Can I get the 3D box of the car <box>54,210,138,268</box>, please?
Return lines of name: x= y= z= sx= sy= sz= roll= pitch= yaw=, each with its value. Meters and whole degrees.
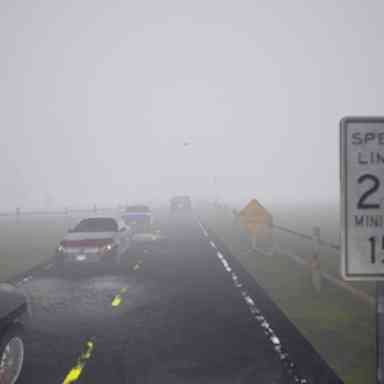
car: x=-3.213 y=1.592 z=11.677 sx=1.812 sy=1.442 sz=4.674 roll=0 pitch=0 yaw=-2

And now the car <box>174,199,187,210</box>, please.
car: x=-1.589 y=1.720 z=47.945 sx=1.812 sy=1.442 sz=4.674 roll=0 pitch=0 yaw=-1

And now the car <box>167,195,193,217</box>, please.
car: x=-1.062 y=1.348 z=32.844 sx=2.150 sy=2.045 sz=5.566 roll=0 pitch=0 yaw=-1

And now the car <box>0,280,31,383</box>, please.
car: x=-2.908 y=1.559 z=2.488 sx=1.812 sy=1.442 sz=4.674 roll=0 pitch=0 yaw=-2

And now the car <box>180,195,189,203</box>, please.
car: x=-1.710 y=1.689 z=77.200 sx=2.097 sy=1.767 sz=4.553 roll=0 pitch=0 yaw=-2

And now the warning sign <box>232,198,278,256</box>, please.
warning sign: x=2.106 y=1.135 z=11.306 sx=1.300 sy=1.860 sz=1.060 roll=0 pitch=0 yaw=-2

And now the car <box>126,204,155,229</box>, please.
car: x=-3.588 y=1.585 z=22.394 sx=1.882 sy=1.535 sz=5.008 roll=0 pitch=0 yaw=-2

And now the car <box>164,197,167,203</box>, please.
car: x=-5.376 y=1.758 z=75.826 sx=1.994 sy=1.385 sz=4.181 roll=0 pitch=0 yaw=-2
